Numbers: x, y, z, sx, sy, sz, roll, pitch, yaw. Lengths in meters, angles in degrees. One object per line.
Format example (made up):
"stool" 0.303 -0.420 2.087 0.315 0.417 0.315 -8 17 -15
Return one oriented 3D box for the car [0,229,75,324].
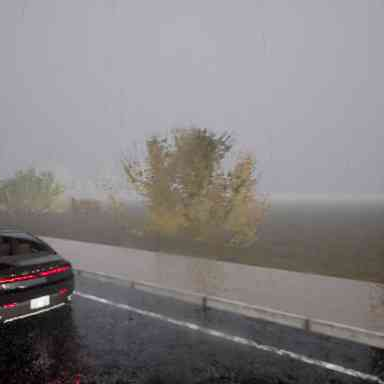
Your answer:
"car" -4.376 1.498 6.683 4.892 1.490 1.837 0 0 35
